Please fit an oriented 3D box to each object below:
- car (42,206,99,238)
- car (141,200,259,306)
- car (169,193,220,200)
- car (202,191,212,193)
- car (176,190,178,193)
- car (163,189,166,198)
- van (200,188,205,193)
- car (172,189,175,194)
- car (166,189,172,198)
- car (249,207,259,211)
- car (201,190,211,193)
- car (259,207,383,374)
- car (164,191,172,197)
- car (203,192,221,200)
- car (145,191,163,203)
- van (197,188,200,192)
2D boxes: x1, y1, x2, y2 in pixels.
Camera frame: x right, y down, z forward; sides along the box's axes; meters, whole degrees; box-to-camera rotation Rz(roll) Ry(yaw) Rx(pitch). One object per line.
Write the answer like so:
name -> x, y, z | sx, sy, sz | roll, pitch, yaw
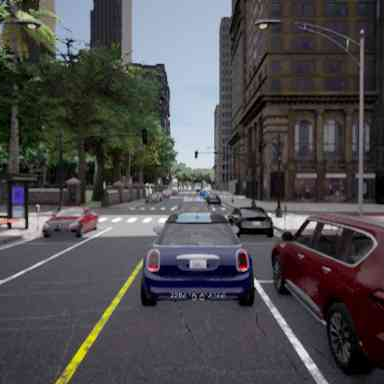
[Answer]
car -> -5.765, 1.370, 16.314 | 1.802, 1.307, 4.206 | 0, 1, 0
car -> 0.103, 1.249, 7.943 | 2.097, 1.767, 4.553 | 0, 1, 0
car -> 0.102, 1.125, 17.476 | 2.097, 1.767, 4.553 | 0, 1, 0
car -> 2.762, 0.933, 48.150 | 1.947, 1.339, 4.313 | 0, 1, 0
car -> -5.761, 0.080, 91.526 | 2.192, 1.841, 5.009 | 0, 1, 0
car -> -5.763, 0.734, 53.588 | 1.967, 1.590, 4.097 | 0, 1, 0
van -> 2.762, 0.562, 58.987 | 1.690, 1.788, 3.998 | 0, 1, 0
car -> -5.762, 0.311, 75.267 | 2.192, 1.841, 5.009 | 0, 1, 0
car -> -5.762, 0.512, 69.848 | 1.967, 1.590, 4.097 | 0, 1, 0
car -> 2.760, 1.354, 16.296 | 1.947, 1.339, 4.313 | 0, 1, 0
car -> 2.763, 0.818, 53.740 | 1.752, 1.417, 4.829 | 0, 1, 0
car -> 2.758, 1.244, 5.443 | 2.192, 1.841, 5.009 | 0, 1, 0
car -> -5.761, 0.447, 80.519 | 1.752, 1.417, 4.829 | 0, 1, 0
car -> 2.762, 1.006, 42.730 | 1.947, 1.339, 4.313 | 0, 1, 0
car -> -5.763, 0.918, 48.170 | 2.008, 1.369, 4.403 | 0, 1, 0
van -> 2.764, 0.261, 80.666 | 1.690, 1.788, 3.998 | 0, 1, 0
